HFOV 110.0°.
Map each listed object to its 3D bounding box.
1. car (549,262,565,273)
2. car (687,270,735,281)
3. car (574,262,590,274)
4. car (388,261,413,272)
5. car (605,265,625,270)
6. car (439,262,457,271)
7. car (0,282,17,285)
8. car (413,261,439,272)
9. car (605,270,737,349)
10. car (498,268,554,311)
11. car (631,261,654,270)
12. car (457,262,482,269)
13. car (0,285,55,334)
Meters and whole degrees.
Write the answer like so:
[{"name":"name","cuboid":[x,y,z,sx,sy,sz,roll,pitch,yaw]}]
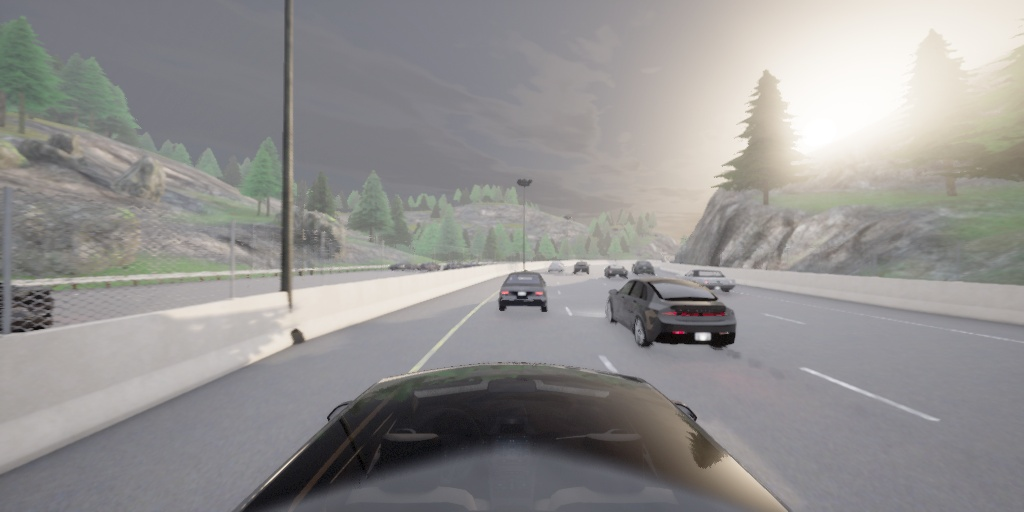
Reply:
[{"name":"car","cuboid":[6.253,1.509,49.676,1.812,1.442,4.674,0,0,15]},{"name":"car","cuboid":[11.776,1.498,22.264,1.895,1.301,4.718,0,0,7]},{"name":"car","cuboid":[9.176,1.493,46.895,1.837,1.490,4.892,0,0,14]},{"name":"car","cuboid":[-15.269,1.425,50.769,2.033,1.411,5.357,0,0,14]},{"name":"car","cuboid":[10.281,1.547,35.733,1.895,1.301,4.718,0,0,11]},{"name":"car","cuboid":[-8.112,1.477,50.485,1.994,1.385,4.181,0,0,14]},{"name":"car","cuboid":[-13.929,1.182,7.970,1.882,1.535,5.008,0,0,2]},{"name":"car","cuboid":[-11.690,1.459,50.580,1.994,1.385,4.181,0,0,14]},{"name":"car","cuboid":[3.803,1.308,9.386,1.837,1.490,4.892,0,0,2]},{"name":"car","cuboid":[0.537,1.356,14.852,2.033,1.411,5.357,0,0,4]},{"name":"car","cuboid":[15.353,1.351,42.241,2.097,1.767,4.553,0,0,13]},{"name":"car","cuboid":[-5.257,1.479,47.343,1.994,1.385,4.181,0,0,13]},{"name":"car","cuboid":[-10.521,1.311,5.188,1.895,1.301,4.718,0,0,1]}]
